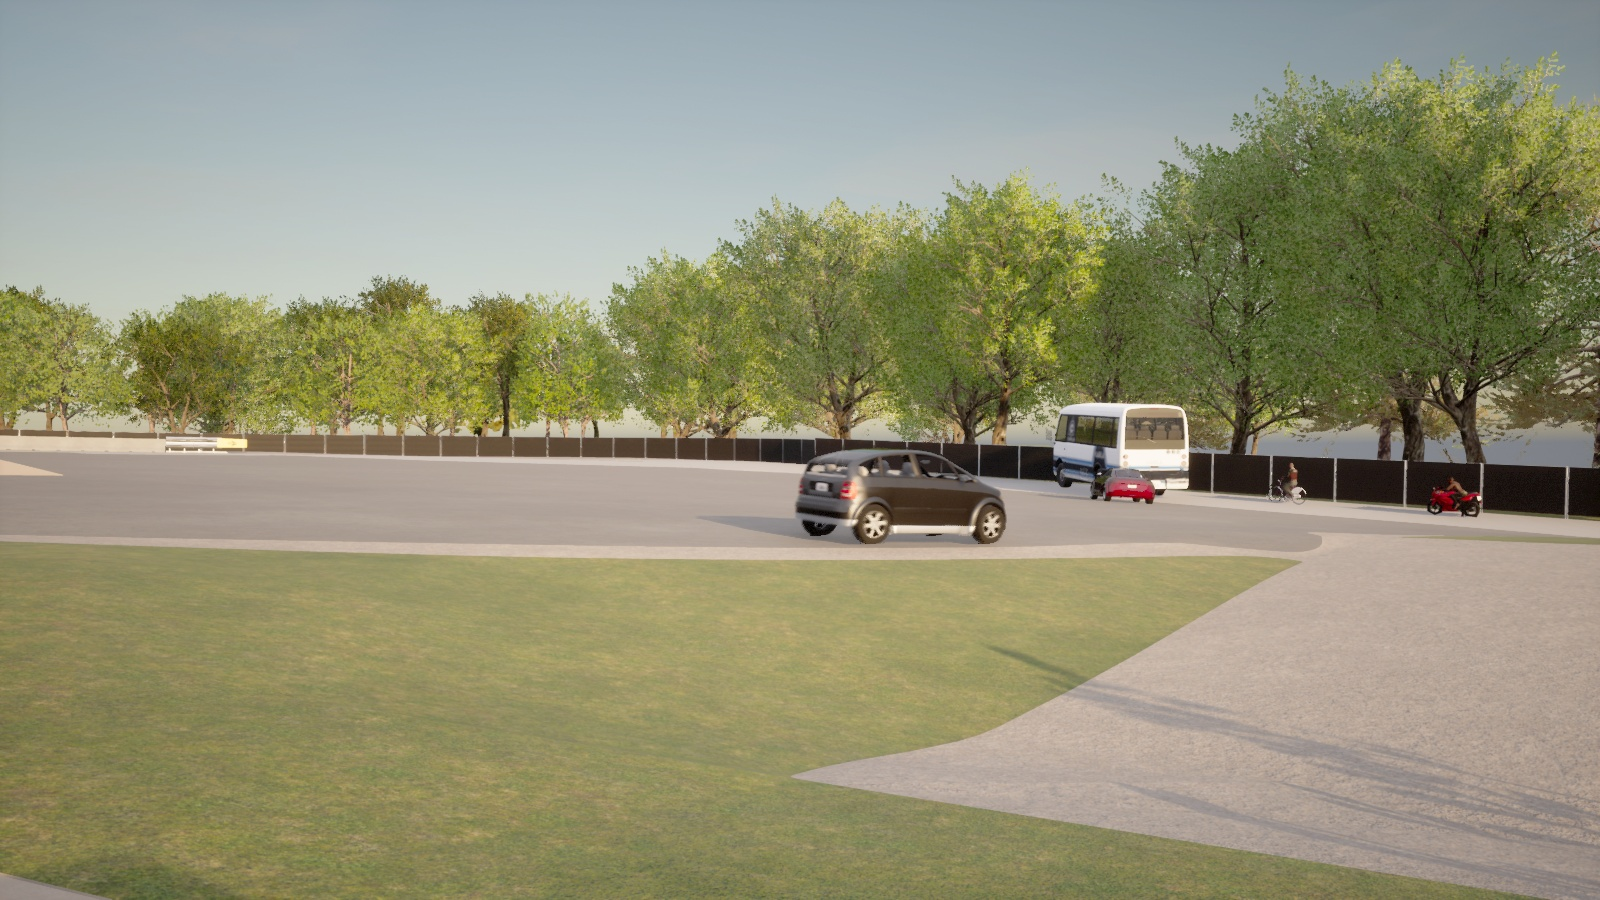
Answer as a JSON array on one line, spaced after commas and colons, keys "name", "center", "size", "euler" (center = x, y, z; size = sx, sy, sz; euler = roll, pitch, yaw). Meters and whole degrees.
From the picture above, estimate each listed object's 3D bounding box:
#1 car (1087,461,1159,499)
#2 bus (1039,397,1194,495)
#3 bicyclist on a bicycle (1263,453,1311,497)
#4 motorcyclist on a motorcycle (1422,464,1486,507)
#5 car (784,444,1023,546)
[{"name": "car", "center": [13.017, 1.173, 50.852], "size": [1.994, 1.385, 4.181], "euler": [2, 0, 3]}, {"name": "bus", "center": [15.022, -0.399, 60.710], "size": [3.944, 4.253, 10.273], "euler": [-1, 3, -6]}, {"name": "bicyclist on a bicycle", "center": [20.928, 1.056, 54.009], "size": [0.659, 1.776, 1.843], "euler": [-2, 2, -35]}, {"name": "motorcyclist on a motorcycle", "center": [25.129, 1.341, 48.272], "size": [0.797, 1.523, 2.044], "euler": [-2, 2, -38]}, {"name": "car", "center": [1.788, 0.742, 21.374], "size": [3.705, 1.549, 1.789], "euler": [2, 1, -34]}]
